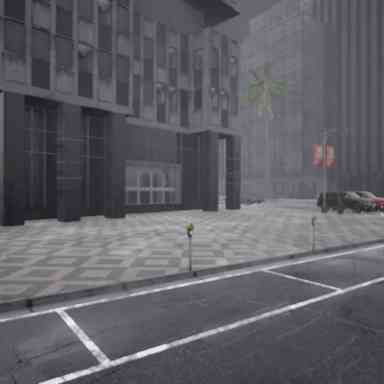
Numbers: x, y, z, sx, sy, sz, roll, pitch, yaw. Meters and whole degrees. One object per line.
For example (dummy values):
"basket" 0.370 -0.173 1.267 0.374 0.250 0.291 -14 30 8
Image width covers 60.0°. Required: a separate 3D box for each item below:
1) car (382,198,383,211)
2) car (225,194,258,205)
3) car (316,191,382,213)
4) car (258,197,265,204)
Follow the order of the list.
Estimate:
"car" 17.767 0.945 34.928 2.150 2.045 5.566 0 1 -35
"car" 6.395 1.016 45.338 1.994 1.385 4.181 0 1 -35
"car" 15.156 0.938 32.991 2.150 2.045 5.566 0 1 -35
"car" 8.162 0.981 48.459 2.033 1.411 5.357 0 1 -35
